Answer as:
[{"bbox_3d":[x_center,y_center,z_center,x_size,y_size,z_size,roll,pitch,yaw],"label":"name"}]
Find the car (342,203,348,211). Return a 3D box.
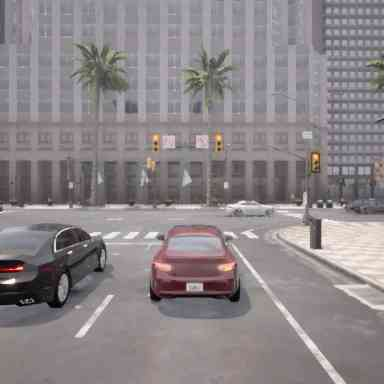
[{"bbox_3d":[19.774,1.491,37.985,4.902,1.511,2.128,0,0,0],"label":"car"}]

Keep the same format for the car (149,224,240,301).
[{"bbox_3d":[0.075,1.526,8.212,1.812,1.442,4.674,0,0,1],"label":"car"}]

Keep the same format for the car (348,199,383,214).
[{"bbox_3d":[19.052,1.564,34.485,4.181,1.385,1.994,0,0,0],"label":"car"}]

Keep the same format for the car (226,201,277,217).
[{"bbox_3d":[5.465,1.525,30.804,4.674,1.442,1.812,0,0,0],"label":"car"}]

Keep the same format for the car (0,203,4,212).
[{"bbox_3d":[-20.593,1.222,30.793,5.566,2.045,2.150,0,0,-1],"label":"car"}]

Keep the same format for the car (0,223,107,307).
[{"bbox_3d":[-3.435,1.505,7.960,1.837,1.490,4.892,0,0,0],"label":"car"}]
